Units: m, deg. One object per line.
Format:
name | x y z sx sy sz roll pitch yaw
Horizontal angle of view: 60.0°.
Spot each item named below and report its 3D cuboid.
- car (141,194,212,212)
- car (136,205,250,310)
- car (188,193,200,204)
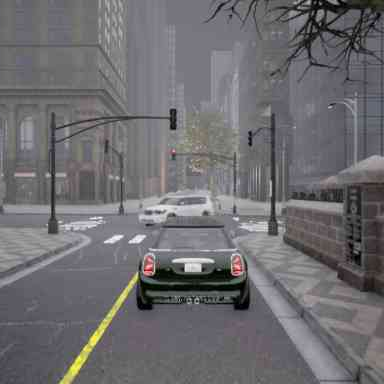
car | -0.879 1.220 21.951 2.150 2.045 5.566 -2 -1 42
car | 0.035 1.354 7.982 2.097 1.767 4.553 0 0 0
car | 0.280 1.160 59.493 2.097 1.767 4.553 0 0 0
